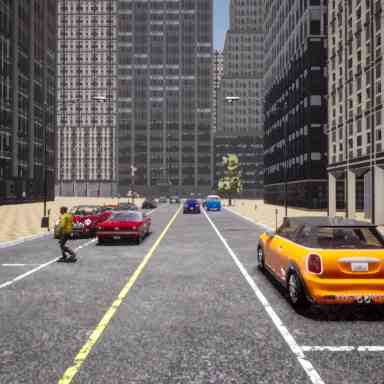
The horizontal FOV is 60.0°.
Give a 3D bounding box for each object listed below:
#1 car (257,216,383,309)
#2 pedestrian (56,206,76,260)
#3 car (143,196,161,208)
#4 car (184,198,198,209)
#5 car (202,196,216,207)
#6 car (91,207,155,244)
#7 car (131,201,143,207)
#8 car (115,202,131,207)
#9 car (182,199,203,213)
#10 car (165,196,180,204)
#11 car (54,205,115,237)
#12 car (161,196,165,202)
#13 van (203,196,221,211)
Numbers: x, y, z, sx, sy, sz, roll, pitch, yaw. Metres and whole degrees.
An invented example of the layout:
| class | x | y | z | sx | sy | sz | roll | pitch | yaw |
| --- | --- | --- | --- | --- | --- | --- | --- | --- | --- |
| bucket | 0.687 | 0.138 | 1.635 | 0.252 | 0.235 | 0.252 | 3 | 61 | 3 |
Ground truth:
| class | x | y | z | sx | sy | sz | roll | pitch | yaw |
| --- | --- | --- | --- | --- | --- | --- | --- | --- | --- |
| car | 2.976 | 1.352 | 8.039 | 2.097 | 1.767 | 4.553 | 0 | 0 | 0 |
| pedestrian | -4.105 | 1.295 | 10.834 | 0.375 | 1.860 | 0.375 | 1 | -1 | 0 |
| car | -5.824 | 1.566 | 45.922 | 1.947 | 1.339 | 4.313 | 1 | 0 | 0 |
| car | -0.094 | 1.601 | 46.721 | 1.895 | 1.301 | 4.718 | 0 | 0 | 0 |
| car | 2.541 | 1.439 | 51.582 | 1.967 | 1.590 | 4.097 | 1 | 0 | 0 |
| car | -3.149 | 1.602 | 16.104 | 1.895 | 1.301 | 4.718 | 0 | 0 | 0 |
| car | -5.772 | 1.567 | 28.994 | 1.947 | 1.339 | 4.313 | 1 | 0 | 0 |
| car | -5.754 | 1.583 | 23.352 | 1.802 | 1.307 | 4.206 | 1 | 0 | 0 |
| car | -0.026 | 1.527 | 36.420 | 1.812 | 1.442 | 4.674 | 0 | 0 | 0 |
| car | -3.243 | 1.490 | 61.751 | 2.128 | 1.511 | 4.902 | 0 | 0 | 0 |
| car | -5.735 | 1.441 | 17.709 | 1.967 | 1.590 | 4.097 | 1 | 0 | 0 |
| car | -6.023 | 1.546 | 68.491 | 2.008 | 1.369 | 4.403 | 1 | 0 | 0 |
| van | 2.577 | 1.342 | 40.299 | 1.690 | 1.788 | 3.998 | 1 | 0 | 0 |
